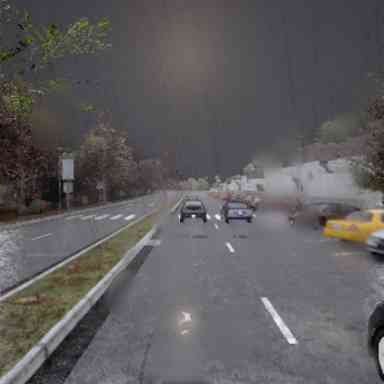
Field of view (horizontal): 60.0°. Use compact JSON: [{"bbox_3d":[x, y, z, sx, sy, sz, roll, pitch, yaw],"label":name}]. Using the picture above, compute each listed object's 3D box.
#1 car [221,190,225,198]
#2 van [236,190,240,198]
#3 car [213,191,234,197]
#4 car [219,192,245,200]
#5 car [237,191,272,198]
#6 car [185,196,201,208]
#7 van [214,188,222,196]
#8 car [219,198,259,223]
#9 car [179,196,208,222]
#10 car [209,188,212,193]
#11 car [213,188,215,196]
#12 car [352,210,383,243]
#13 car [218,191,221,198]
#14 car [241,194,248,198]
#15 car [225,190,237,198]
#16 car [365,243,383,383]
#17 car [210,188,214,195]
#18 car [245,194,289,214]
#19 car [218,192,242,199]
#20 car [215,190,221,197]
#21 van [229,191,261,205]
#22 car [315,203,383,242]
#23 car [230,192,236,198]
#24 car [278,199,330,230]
[{"bbox_3d":[8.101,0.784,53.078,5.566,2.045,2.435,1,0,-20],"label":"car"},{"bbox_3d":[8.183,0.928,41.174,4.442,1.987,1.878,1,0,-20],"label":"van"},{"bbox_3d":[8.098,0.456,85.904,4.792,1.488,2.163,0,1,-20],"label":"car"},{"bbox_3d":[8.098,0.855,68.004,4.792,1.488,2.163,0,1,-20],"label":"car"},{"bbox_3d":[8.043,1.056,38.140,4.553,1.767,2.185,1,0,-20],"label":"car"},{"bbox_3d":[0.101,1.215,42.339,1.994,1.385,4.181,0,1,0],"label":"car"},{"bbox_3d":[7.967,0.482,73.903,4.442,1.987,1.878,0,2,-20],"label":"van"},{"bbox_3d":[3.100,1.379,23.965,2.033,1.411,5.357,0,1,0],"label":"car"},{"bbox_3d":[0.101,1.330,24.730,1.837,1.490,4.892,0,1,0],"label":"car"},{"bbox_3d":[8.068,0.323,91.855,4.674,1.452,2.002,0,1,-20],"label":"car"},{"bbox_3d":[8.044,0.515,76.931,4.553,1.767,2.185,0,1,-20],"label":"car"},{"bbox_3d":[8.075,1.477,11.149,4.674,1.452,2.002,1,1,-20],"label":"car"},{"bbox_3d":[8.044,0.951,62.008,4.792,1.488,2.163,0,1,-20],"label":"car"},{"bbox_3d":[8.067,1.251,35.170,4.674,1.452,2.002,1,0,-20],"label":"car"},{"bbox_3d":[8.050,0.843,47.082,5.566,2.045,2.435,1,1,-20],"label":"car"},{"bbox_3d":[3.101,1.500,2.198,1.837,1.490,4.892,0,0,0],"label":"car"},{"bbox_3d":[7.898,0.496,82.842,5.366,1.575,1.946,0,2,-20],"label":"car"},{"bbox_3d":[8.046,1.270,32.151,4.792,1.488,2.163,1,1,-20],"label":"car"},{"bbox_3d":[8.066,0.807,70.976,4.674,1.452,2.002,0,1,-20],"label":"car"},{"bbox_3d":[7.899,0.870,64.935,5.366,1.575,1.946,0,1,-20],"label":"car"},{"bbox_3d":[7.966,0.838,50.035,4.442,1.987,1.878,1,1,-20],"label":"van"},{"bbox_3d":[8.243,1.413,14.222,5.366,1.575,1.946,1,0,-20],"label":"car"},{"bbox_3d":[8.065,1.125,44.116,4.892,1.521,2.231,1,0,-20],"label":"car"},{"bbox_3d":[8.045,1.387,20.146,4.792,1.488,2.163,1,1,-20],"label":"car"}]
